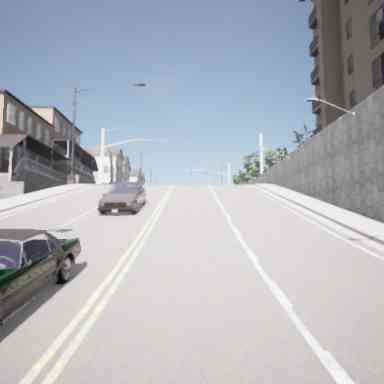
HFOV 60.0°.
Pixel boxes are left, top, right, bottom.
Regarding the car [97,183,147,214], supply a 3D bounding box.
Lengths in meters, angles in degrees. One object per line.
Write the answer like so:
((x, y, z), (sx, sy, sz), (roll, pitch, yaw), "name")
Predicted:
((-3.632, 0.215, 18.264), (2.033, 1.411, 5.357), (0, 6, 0), "car")

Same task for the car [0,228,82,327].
((-3.609, 1.424, 5.873), (1.895, 1.301, 4.718), (0, 3, 0), "car")
